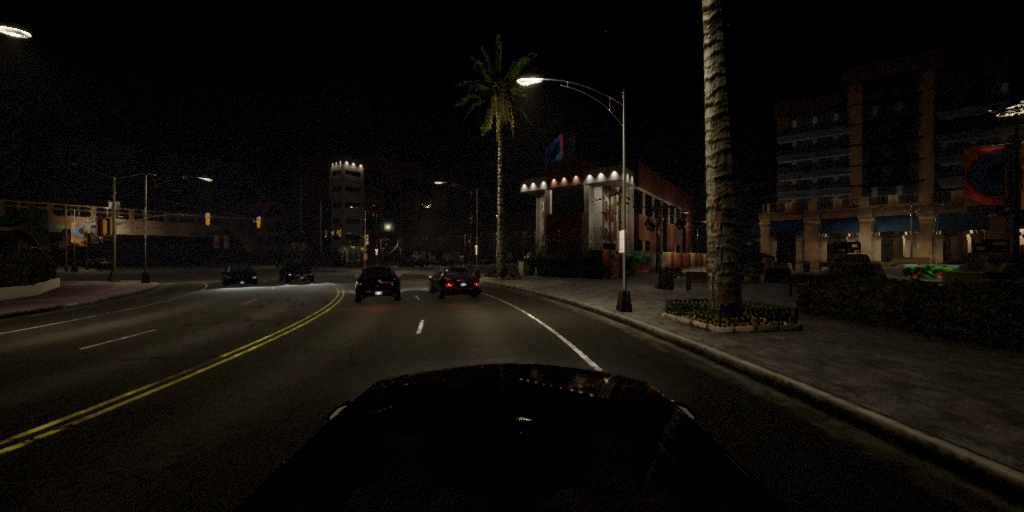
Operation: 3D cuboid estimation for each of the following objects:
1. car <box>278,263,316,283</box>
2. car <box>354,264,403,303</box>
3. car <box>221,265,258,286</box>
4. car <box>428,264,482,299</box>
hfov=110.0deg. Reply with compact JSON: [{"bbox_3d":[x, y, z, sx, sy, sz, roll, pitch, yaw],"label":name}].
[{"bbox_3d":[-16.772,1.308,27.804,1.812,1.442,4.674,0,0,-41],"label":"car"},{"bbox_3d":[-6.296,1.264,16.898,1.837,1.490,4.892,0,0,-21],"label":"car"},{"bbox_3d":[-19.423,1.350,25.519,2.033,1.411,5.357,0,0,-41],"label":"car"},{"bbox_3d":[-3.020,1.311,18.128,2.033,1.411,5.357,0,0,-21],"label":"car"}]
